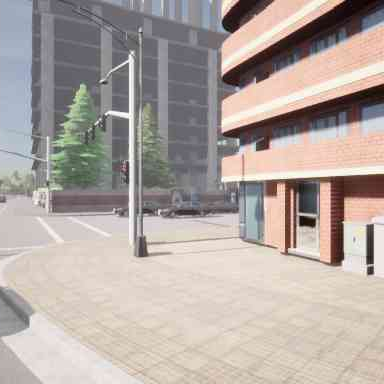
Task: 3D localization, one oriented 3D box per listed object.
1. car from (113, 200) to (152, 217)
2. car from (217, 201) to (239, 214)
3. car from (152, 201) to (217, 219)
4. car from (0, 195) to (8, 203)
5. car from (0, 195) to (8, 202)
[{"bbox_3d":[-4.959,1.547,31.501,4.902,1.511,2.128,0,0,-27],"label":"car"},{"bbox_3d":[2.996,1.619,35.519,4.181,1.385,1.994,0,0,-28],"label":"car"},{"bbox_3d":[-0.650,1.547,29.755,4.902,1.511,2.128,0,0,-27],"label":"car"},{"bbox_3d":[-38.048,1.595,65.876,1.895,1.301,4.718,0,0,-27],"label":"car"},{"bbox_3d":[-42.592,1.500,74.722,1.837,1.490,4.892,0,0,-27],"label":"car"}]
